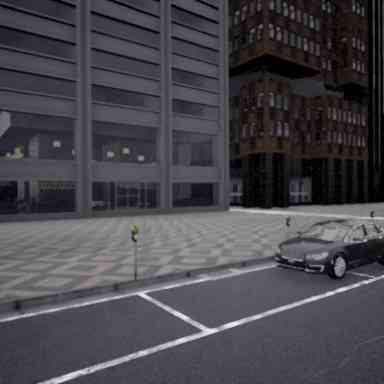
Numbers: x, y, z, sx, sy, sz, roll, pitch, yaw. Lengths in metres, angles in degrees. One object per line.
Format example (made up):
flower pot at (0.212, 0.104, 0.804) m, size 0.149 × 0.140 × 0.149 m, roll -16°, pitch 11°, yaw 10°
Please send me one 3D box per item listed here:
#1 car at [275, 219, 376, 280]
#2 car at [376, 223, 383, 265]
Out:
car at (4.301, 1.502, 9.720) m, size 4.403 × 1.369 × 2.008 m, roll 0°, pitch 0°, yaw -35°
car at (6.791, 1.422, 8.147) m, size 5.008 × 1.535 × 1.882 m, roll 0°, pitch 0°, yaw -35°
